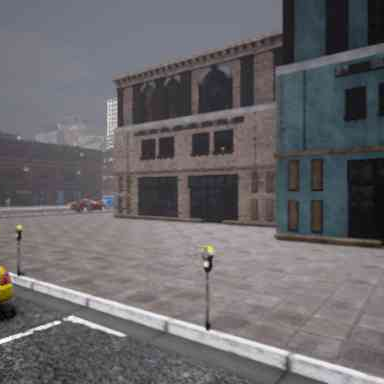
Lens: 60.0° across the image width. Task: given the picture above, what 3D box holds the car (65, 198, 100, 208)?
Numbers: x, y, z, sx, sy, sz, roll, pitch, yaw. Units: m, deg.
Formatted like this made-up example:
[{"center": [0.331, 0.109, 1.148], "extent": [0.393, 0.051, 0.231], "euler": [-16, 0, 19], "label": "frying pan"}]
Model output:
[{"center": [-16.381, 1.651, 49.881], "extent": [1.752, 1.417, 4.829], "euler": [0, 0, 35], "label": "car"}]

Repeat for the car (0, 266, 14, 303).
[{"center": [-5.507, 1.521, 6.803], "extent": [4.829, 1.417, 1.752], "euler": [0, 0, 36], "label": "car"}]

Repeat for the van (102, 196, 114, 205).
[{"center": [-13.107, 1.495, 54.543], "extent": [1.690, 1.788, 3.998], "euler": [0, 0, 35], "label": "van"}]

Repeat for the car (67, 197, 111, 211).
[{"center": [-12.560, 1.651, 40.653], "extent": [1.887, 1.381, 4.507], "euler": [0, 0, 35], "label": "car"}]
